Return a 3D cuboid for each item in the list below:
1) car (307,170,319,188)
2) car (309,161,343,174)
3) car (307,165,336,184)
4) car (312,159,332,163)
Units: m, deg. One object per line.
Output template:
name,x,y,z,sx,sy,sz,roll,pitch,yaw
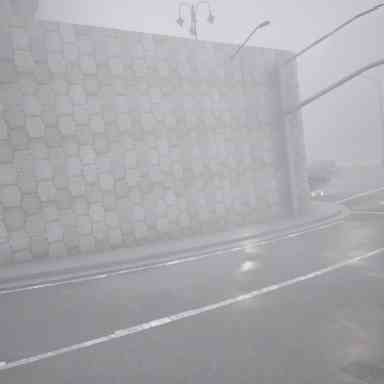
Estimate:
car,8.048,-0.738,29.591,2.033,1.411,5.357,-11,7,-35
car,14.741,-2.407,38.440,1.895,1.301,4.718,-11,7,-35
car,10.717,-1.344,31.798,1.837,1.490,4.892,-11,6,-34
car,16.083,-3.216,42.457,2.097,1.767,4.553,-11,7,-35
